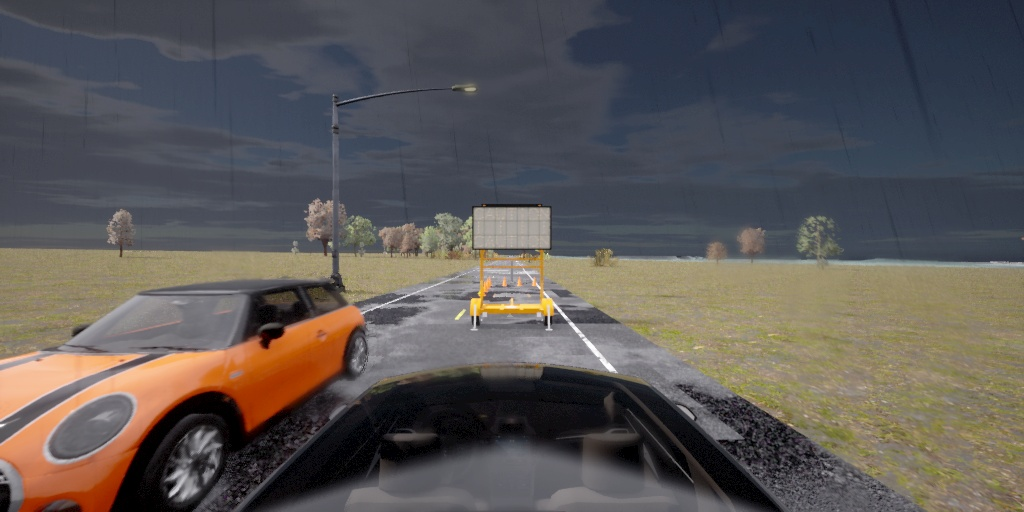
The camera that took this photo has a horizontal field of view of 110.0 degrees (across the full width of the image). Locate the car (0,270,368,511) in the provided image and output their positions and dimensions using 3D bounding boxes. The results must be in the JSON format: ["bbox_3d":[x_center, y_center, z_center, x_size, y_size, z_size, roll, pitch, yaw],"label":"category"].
[{"bbox_3d":[-3.501,1.102,4.200,2.097,1.767,4.553,0,0,0],"label":"car"}]

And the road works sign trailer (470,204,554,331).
[{"bbox_3d":[-0.003,0.215,11.018,2.380,3.560,2.880,0,0,0],"label":"road works sign trailer"}]
